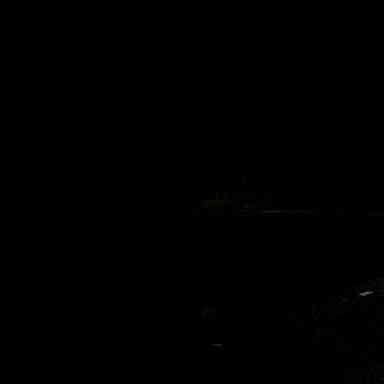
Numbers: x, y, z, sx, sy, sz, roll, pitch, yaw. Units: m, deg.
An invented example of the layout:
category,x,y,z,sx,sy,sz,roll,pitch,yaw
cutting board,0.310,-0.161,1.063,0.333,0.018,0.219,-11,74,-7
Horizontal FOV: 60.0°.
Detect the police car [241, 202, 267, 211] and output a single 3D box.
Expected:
category,x,y,z,sx,sy,sz,roll,pitch,yaw
police car,11.078,2.566,58.873,2.038,1.542,4.974,-2,0,-36
